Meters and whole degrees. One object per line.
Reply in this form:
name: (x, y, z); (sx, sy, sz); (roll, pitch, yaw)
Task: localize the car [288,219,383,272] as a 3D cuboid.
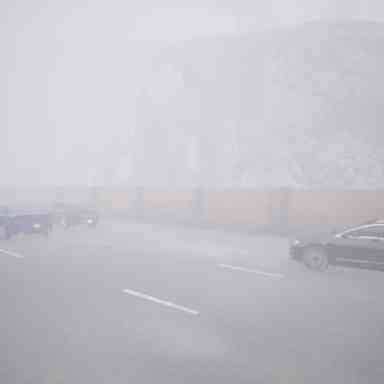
car: (5.176, 1.500, 9.105); (4.902, 1.511, 2.128); (1, 1, 36)

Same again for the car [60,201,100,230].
car: (-7.302, 1.271, 19.297); (4.892, 1.490, 1.837); (1, 1, 40)

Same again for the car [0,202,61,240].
car: (-8.487, 1.253, 15.721); (5.008, 1.535, 1.882); (1, 0, 40)
